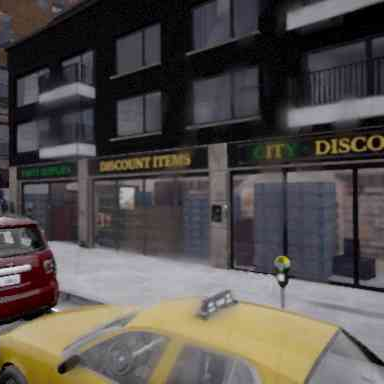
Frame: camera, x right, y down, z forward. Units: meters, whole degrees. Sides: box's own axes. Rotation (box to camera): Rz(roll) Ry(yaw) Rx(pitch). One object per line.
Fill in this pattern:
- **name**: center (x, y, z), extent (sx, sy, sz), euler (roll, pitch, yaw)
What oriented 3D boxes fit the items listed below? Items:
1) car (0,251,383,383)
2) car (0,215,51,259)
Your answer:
- **car**: center (-0.015, 1.528, 2.866), extent (4.829, 1.417, 1.752), euler (0, -1, 36)
- **car**: center (-4.492, 1.329, 6.069), extent (5.009, 1.841, 2.192), euler (0, -1, 36)
